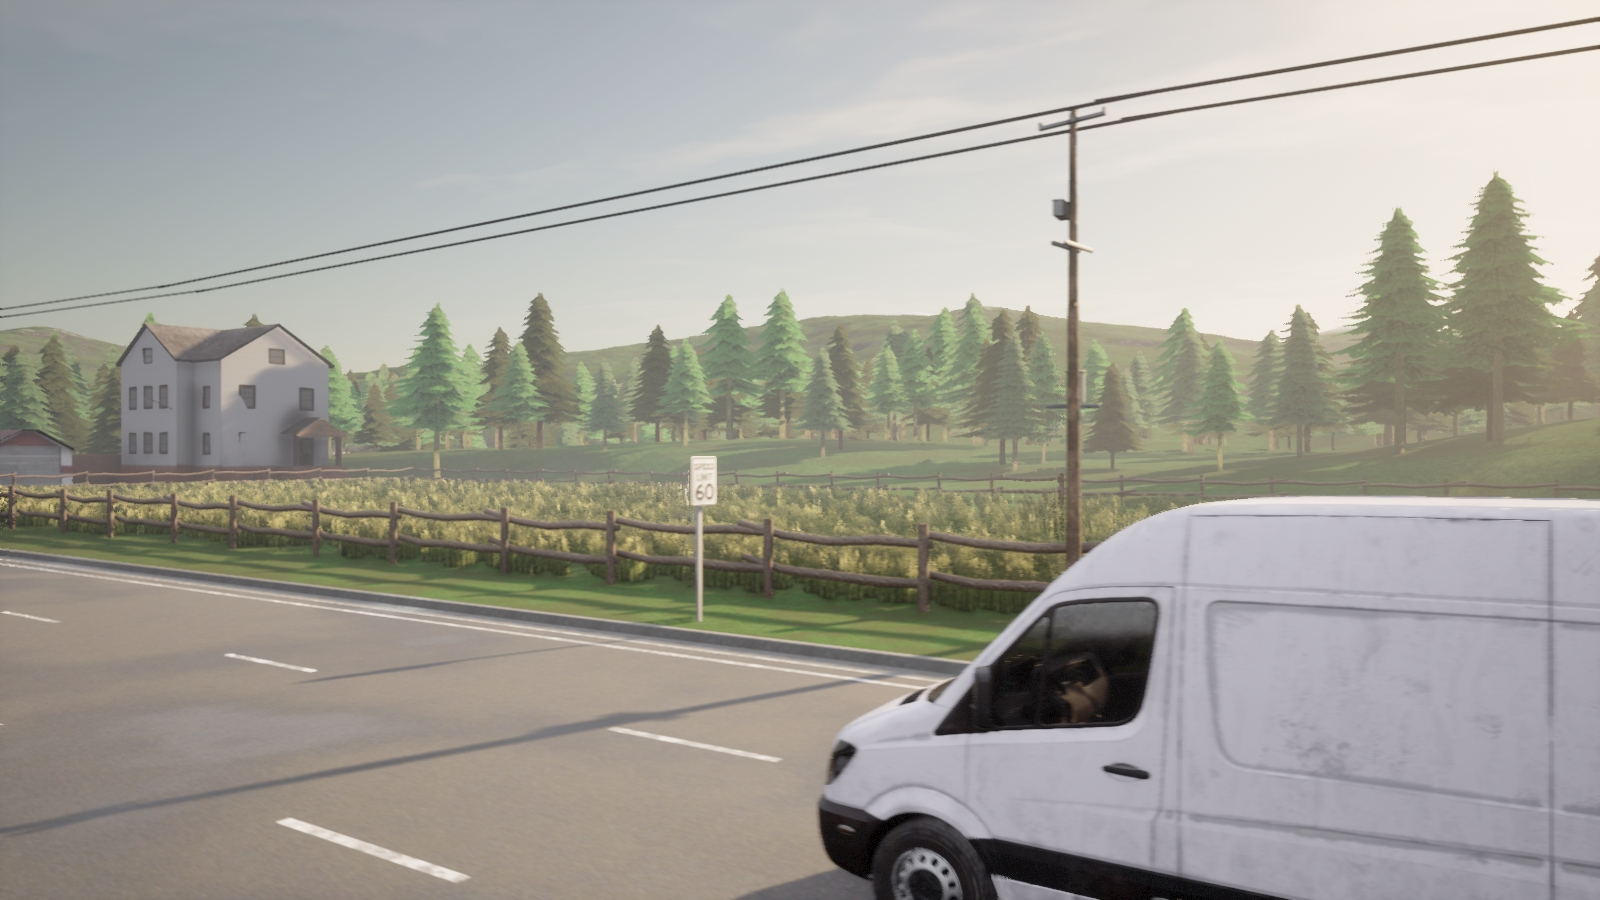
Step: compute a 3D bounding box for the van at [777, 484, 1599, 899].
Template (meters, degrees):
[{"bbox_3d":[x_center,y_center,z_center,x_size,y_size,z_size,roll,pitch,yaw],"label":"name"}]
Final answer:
[{"bbox_3d":[2.855,1.536,6.064,5.915,2.561,1.988,0,0,35],"label":"van"}]
